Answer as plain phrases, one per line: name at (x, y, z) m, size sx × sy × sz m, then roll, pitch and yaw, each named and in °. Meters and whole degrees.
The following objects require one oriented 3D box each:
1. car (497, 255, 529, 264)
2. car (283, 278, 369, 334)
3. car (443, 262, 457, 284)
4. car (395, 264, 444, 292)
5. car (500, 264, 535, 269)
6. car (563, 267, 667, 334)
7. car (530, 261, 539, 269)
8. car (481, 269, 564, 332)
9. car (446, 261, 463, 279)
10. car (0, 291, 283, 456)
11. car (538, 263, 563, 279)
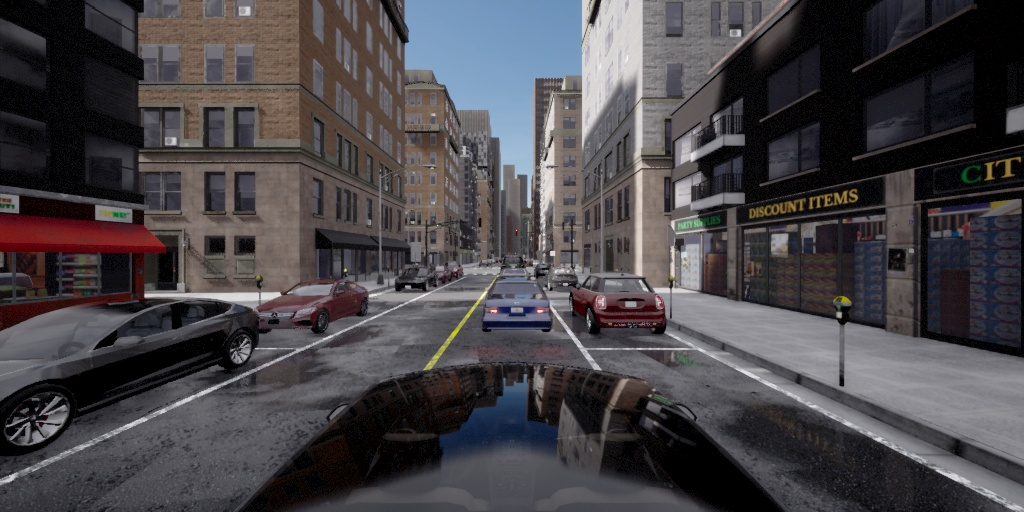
car at (0.081, 0.975, 31.340) m, size 2.150 × 2.045 × 5.566 m, roll 0°, pitch 0°, yaw -1°
car at (-5.650, 1.332, 10.609) m, size 1.802 × 1.307 × 4.207 m, roll 0°, pitch 0°, yaw 0°
car at (-5.608, 1.334, 27.113) m, size 1.802 × 1.307 × 4.207 m, roll 0°, pitch 0°, yaw 0°
car at (-5.622, 1.317, 21.611) m, size 1.948 × 1.339 × 4.313 m, roll 0°, pitch 0°, yaw 0°
car at (0.146, 1.352, 21.308) m, size 1.895 × 1.301 × 4.718 m, roll 0°, pitch 0°, yaw 0°
car at (2.876, 1.190, 10.587) m, size 1.967 × 1.591 × 4.097 m, roll 0°, pitch 0°, yaw 0°
car at (2.932, 1.319, 32.592) m, size 1.948 × 1.339 × 4.313 m, roll 0°, pitch 0°, yaw 0°
car at (0.122, 1.297, 10.802) m, size 2.033 × 1.411 × 5.357 m, roll 0°, pitch 0°, yaw 0°
car at (-5.593, 1.193, 32.614) m, size 1.967 × 1.591 × 4.097 m, roll 0°, pitch 0°, yaw 0°
car at (-5.664, 1.315, 5.108) m, size 1.948 × 1.339 × 4.313 m, roll 0°, pitch 0°, yaw 0°
car at (2.904, 1.302, 21.590) m, size 2.007 × 1.370 × 4.403 m, roll 0°, pitch 0°, yaw 0°
